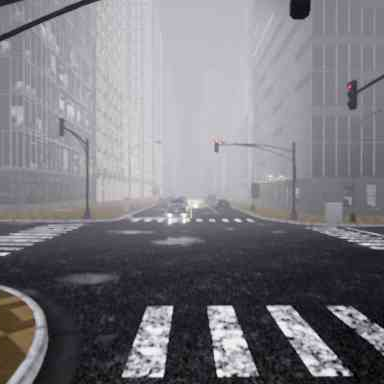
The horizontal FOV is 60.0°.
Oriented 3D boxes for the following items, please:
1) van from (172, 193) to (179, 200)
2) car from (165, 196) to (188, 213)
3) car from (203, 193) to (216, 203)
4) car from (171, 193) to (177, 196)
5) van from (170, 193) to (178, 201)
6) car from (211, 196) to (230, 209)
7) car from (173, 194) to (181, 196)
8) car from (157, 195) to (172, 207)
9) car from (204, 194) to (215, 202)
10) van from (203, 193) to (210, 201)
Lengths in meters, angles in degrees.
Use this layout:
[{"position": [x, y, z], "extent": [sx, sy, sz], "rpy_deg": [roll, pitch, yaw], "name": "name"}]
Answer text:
[{"position": [-4.370, 1.141, 86.688], "extent": [1.690, 1.788, 3.998], "rpy_deg": [0, 0, 0], "name": "van"}, {"position": [-1.578, 1.469, 35.823], "extent": [1.812, 1.442, 4.674], "rpy_deg": [0, 0, 0], "name": "car"}, {"position": [3.650, 1.182, 64.628], "extent": [2.192, 1.841, 5.009], "rpy_deg": [0, 0, 0], "name": "car"}, {"position": [-4.230, 1.434, 64.579], "extent": [1.947, 1.339, 4.313], "rpy_deg": [0, 0, 0], "name": "car"}, {"position": [-4.335, 1.158, 81.161], "extent": [1.690, 1.788, 3.998], "rpy_deg": [0, 0, 0], "name": "van"}, {"position": [3.838, 1.493, 42.520], "extent": [1.947, 1.339, 4.313], "rpy_deg": [0, 0, 0], "name": "car"}, {"position": [-1.667, 1.425, 53.447], "extent": [1.812, 1.442, 4.674], "rpy_deg": [0, 0, 0], "name": "car"}, {"position": [-4.126, 1.496, 47.996], "extent": [1.802, 1.307, 4.206], "rpy_deg": [0, 0, 0], "name": "car"}, {"position": [3.615, 1.291, 70.156], "extent": [1.967, 1.590, 4.097], "rpy_deg": [0, 0, 0], "name": "car"}, {"position": [3.545, 1.157, 81.211], "extent": [1.690, 1.788, 3.998], "rpy_deg": [0, 0, 0], "name": "van"}]
